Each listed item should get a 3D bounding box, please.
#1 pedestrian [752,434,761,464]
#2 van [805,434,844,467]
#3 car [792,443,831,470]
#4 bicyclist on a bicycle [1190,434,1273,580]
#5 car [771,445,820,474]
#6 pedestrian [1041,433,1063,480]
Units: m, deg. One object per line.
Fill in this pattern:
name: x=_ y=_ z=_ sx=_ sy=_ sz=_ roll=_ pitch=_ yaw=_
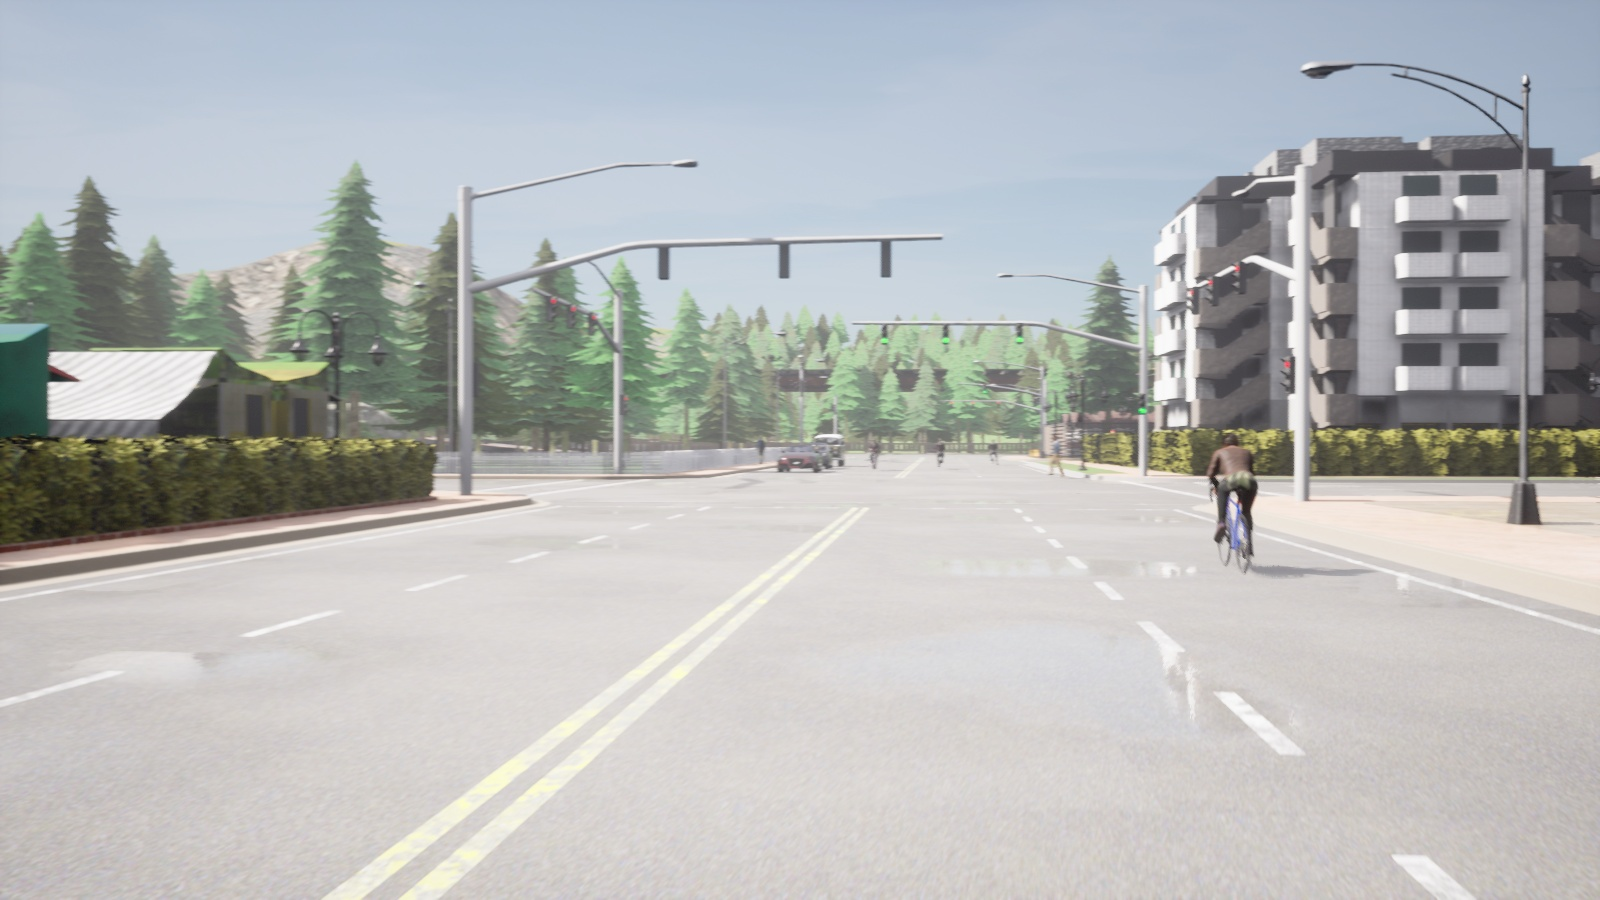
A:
pedestrian: x=-2.701 y=-0.046 z=77.972 sx=0.402 sy=1.842 sz=0.726 roll=0 pitch=0 yaw=6
van: x=1.582 y=0.018 z=79.555 sx=2.069 sy=2.038 sz=4.480 roll=0 pitch=1 yaw=6
car: x=0.685 y=0.356 z=71.370 sx=1.845 sy=1.501 sz=3.633 roll=0 pitch=0 yaw=6
bicyclist on a bicycle: x=5.050 y=0.629 z=14.785 sx=0.582 sy=1.620 sz=1.656 roll=0 pitch=0 yaw=7
car: x=-0.178 y=0.449 z=63.474 sx=1.994 sy=1.385 sz=4.181 roll=0 pitch=0 yaw=6
pedestrian: x=10.592 y=0.263 z=52.777 sx=0.788 sy=1.949 sz=0.423 roll=0 pitch=0 yaw=-2
